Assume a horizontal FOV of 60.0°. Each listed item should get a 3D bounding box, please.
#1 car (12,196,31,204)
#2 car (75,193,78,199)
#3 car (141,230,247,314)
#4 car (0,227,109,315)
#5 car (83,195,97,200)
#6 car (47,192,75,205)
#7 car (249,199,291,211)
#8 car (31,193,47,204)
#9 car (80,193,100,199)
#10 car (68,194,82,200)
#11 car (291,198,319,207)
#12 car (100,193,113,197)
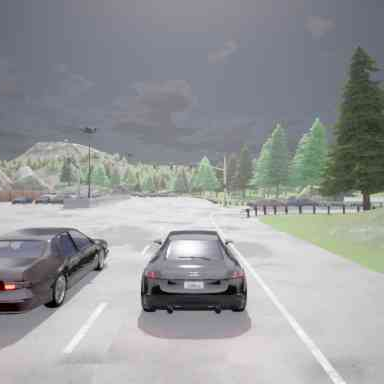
[{"bbox_3d":[-28.552,1.387,56.132,1.994,1.385,4.181,0,0,0],"label":"car"},{"bbox_3d":[-25.100,0.998,67.323,2.150,2.045,5.566,0,0,-1],"label":"car"},{"bbox_3d":[0.035,1.563,7.694,1.994,1.385,4.181,0,0,0],"label":"car"},{"bbox_3d":[-3.464,1.547,7.846,2.033,1.411,5.357,0,0,0],"label":"car"},{"bbox_3d":[-25.290,1.301,82.487,1.895,1.301,4.718,0,0,-1],"label":"car"},{"bbox_3d":[-21.559,1.181,54.874,2.097,1.767,4.553,0,0,0],"label":"car"},{"bbox_3d":[8.629,1.471,38.010,4.181,1.385,1.994,0,0,2],"label":"car"},{"bbox_3d":[-25.062,1.385,56.613,1.994,1.385,4.181,0,0,0],"label":"car"},{"bbox_3d":[-21.624,1.288,69.741,2.128,1.511,4.902,0,0,-1],"label":"car"},{"bbox_3d":[-28.777,1.262,81.731,1.994,1.385,4.181,0,0,-1],"label":"car"},{"bbox_3d":[13.502,1.454,41.347,4.181,1.385,1.994,0,0,6],"label":"car"},{"bbox_3d":[-21.902,1.221,84.758,2.128,1.511,4.902,0,0,-3],"label":"car"}]
